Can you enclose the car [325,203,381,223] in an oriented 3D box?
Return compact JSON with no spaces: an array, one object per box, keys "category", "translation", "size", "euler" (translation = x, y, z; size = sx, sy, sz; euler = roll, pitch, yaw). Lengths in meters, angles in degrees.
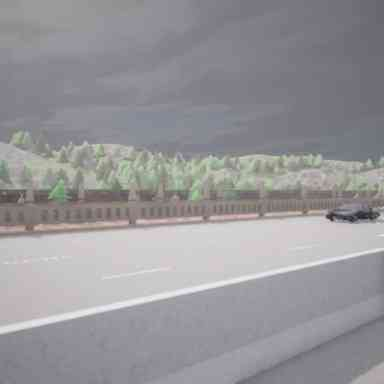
[{"category":"car","translation":[12.619,1.580,25.883],"size":[5.357,1.411,2.033],"euler":[0,0,-35]}]
